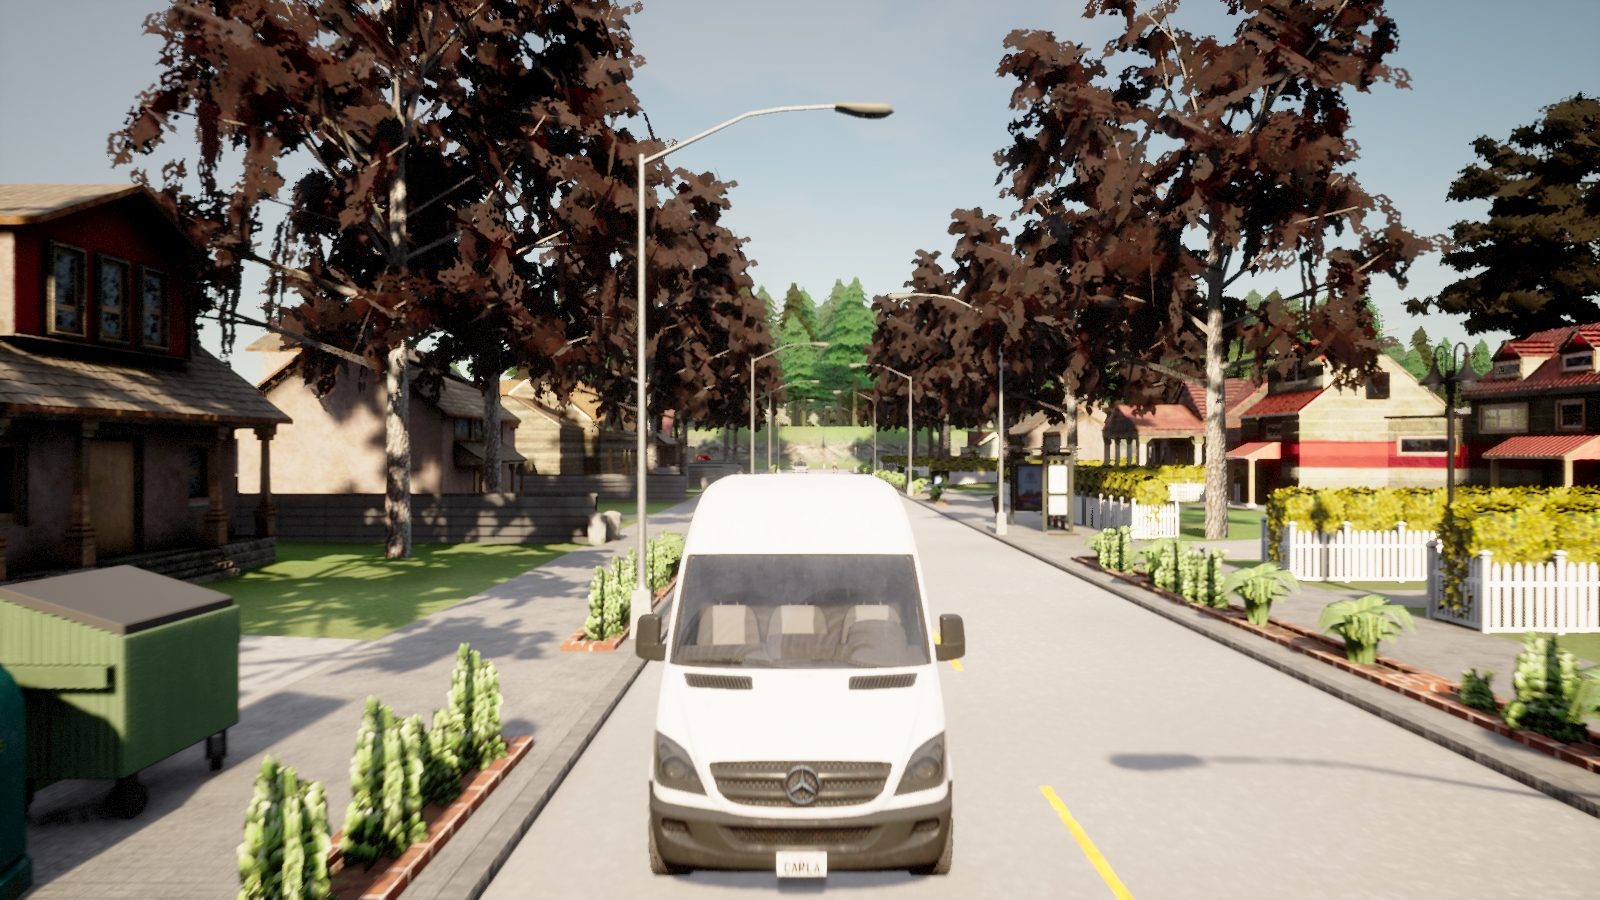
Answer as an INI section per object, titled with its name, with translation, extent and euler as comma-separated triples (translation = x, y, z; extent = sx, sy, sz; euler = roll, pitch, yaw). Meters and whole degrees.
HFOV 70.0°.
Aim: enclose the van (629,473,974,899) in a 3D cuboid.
[van]
translation = 0.012, 1.529, 9.536
extent = 1.988, 2.561, 5.915
euler = 0, 0, 0
